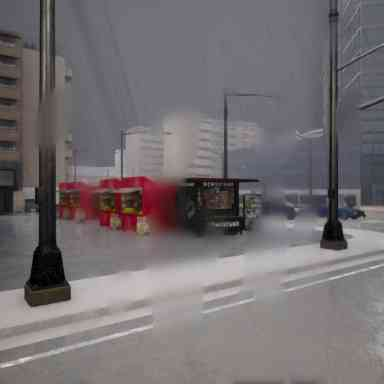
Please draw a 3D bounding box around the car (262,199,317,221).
[{"bbox_3d":[8.025,1.489,28.894,2.097,1.767,4.553,0,-1,-36],"label":"car"}]

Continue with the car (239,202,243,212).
[{"bbox_3d":[4.793,1.748,39.312,1.882,1.535,5.008,0,-1,-36],"label":"car"}]

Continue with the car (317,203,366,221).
[{"bbox_3d":[12.191,1.661,29.115,2.033,1.411,5.357,0,-1,-36],"label":"car"}]
